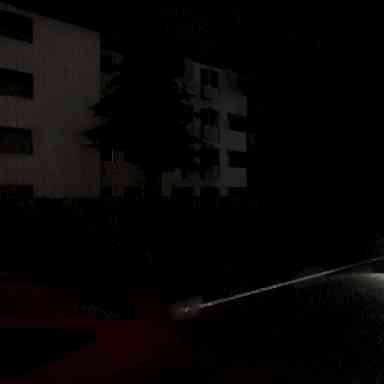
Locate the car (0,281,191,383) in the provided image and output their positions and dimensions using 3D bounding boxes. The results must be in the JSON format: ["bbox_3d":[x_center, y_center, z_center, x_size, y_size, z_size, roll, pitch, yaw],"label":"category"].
[{"bbox_3d":[-2.140,1.526,2.395,4.674,1.442,1.812,0,0,-37],"label":"car"}]
